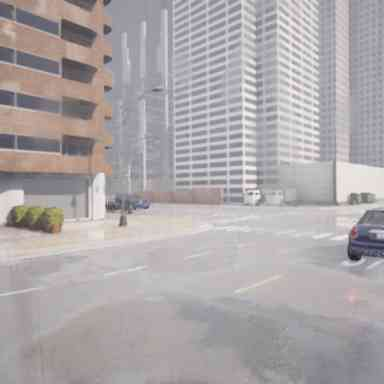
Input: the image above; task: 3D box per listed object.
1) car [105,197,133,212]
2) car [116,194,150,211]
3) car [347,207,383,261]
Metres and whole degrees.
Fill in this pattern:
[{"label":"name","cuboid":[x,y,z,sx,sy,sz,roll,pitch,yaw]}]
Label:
[{"label":"car","cuboid":[-9.383,1.629,38.754,4.718,1.301,1.895,0,0,44]},{"label":"car","cuboid":[-7.618,1.225,41.891,5.566,2.045,2.150,0,1,43]},{"label":"car","cuboid":[6.940,1.269,11.032,2.097,1.767,4.553,0,0,45]}]
